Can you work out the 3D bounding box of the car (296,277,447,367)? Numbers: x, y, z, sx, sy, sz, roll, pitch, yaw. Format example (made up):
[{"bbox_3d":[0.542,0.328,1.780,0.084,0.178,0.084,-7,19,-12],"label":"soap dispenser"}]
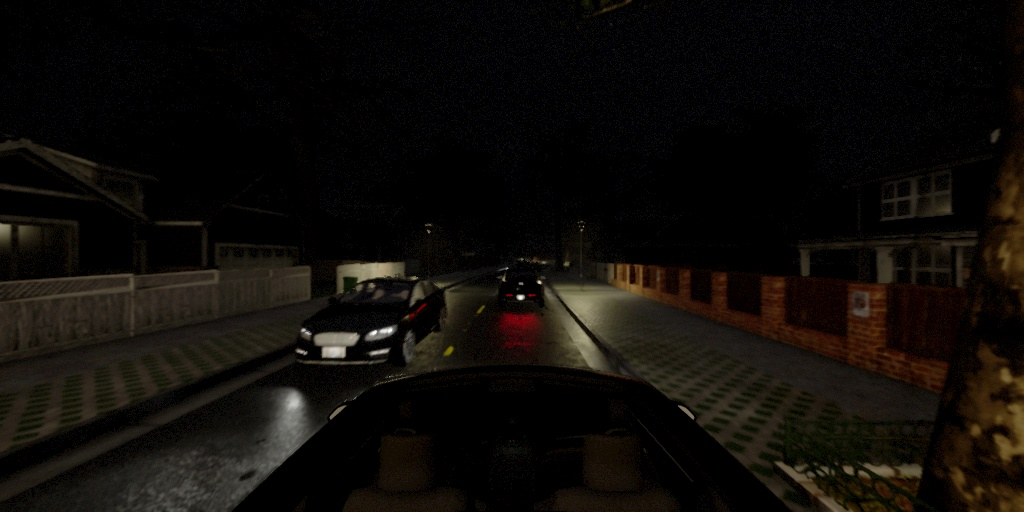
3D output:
[{"bbox_3d":[-2.744,1.246,8.075,2.128,1.511,4.902,0,0,1],"label":"car"}]

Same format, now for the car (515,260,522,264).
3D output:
[{"bbox_3d":[1.713,1.348,61.479,1.994,1.385,4.181,0,0,9],"label":"car"}]

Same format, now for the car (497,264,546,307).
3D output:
[{"bbox_3d":[0.413,1.283,15.772,1.837,1.490,4.892,0,0,2],"label":"car"}]

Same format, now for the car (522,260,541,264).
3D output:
[{"bbox_3d":[2.780,1.372,47.175,1.994,1.385,4.181,0,0,6],"label":"car"}]
